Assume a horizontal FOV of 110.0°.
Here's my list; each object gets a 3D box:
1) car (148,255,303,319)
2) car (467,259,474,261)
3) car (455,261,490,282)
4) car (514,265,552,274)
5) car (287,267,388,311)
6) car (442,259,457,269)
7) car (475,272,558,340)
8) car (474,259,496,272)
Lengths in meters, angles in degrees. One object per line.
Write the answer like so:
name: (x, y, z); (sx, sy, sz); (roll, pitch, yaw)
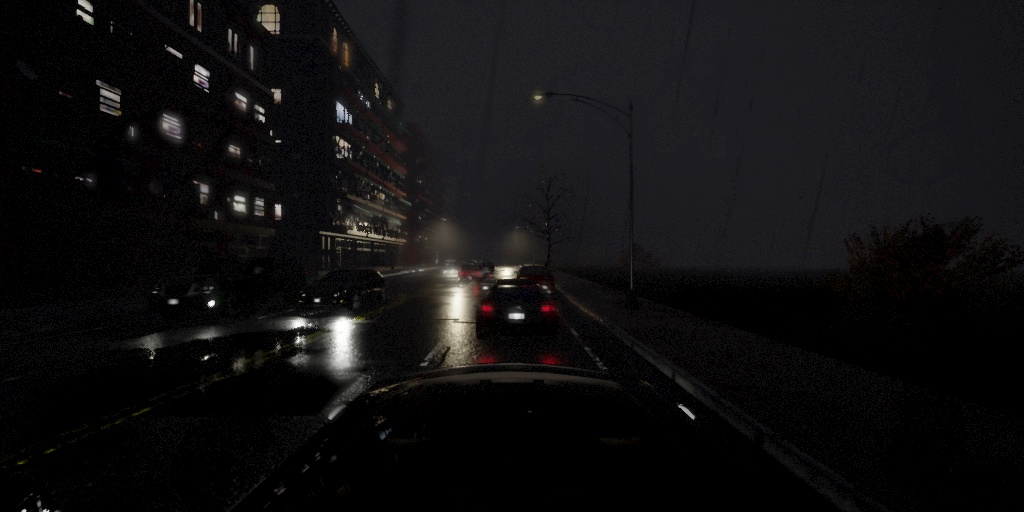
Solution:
car: (-9.847, 0.973, 13.187); (2.150, 2.045, 5.566); (0, 0, 0)
car: (-6.557, 1.255, 57.917); (1.837, 1.490, 4.892); (0, 0, 0)
car: (-3.137, 1.353, 29.248); (1.895, 1.301, 4.718); (0, 0, 0)
car: (1.145, 1.230, 18.945); (1.882, 1.535, 5.008); (0, 0, 0)
car: (-6.595, 1.256, 14.556); (1.837, 1.490, 4.892); (0, 0, 0)
car: (-9.810, 1.242, 56.992); (2.128, 1.511, 4.902); (0, 0, 0)
car: (0.105, 1.315, 10.024); (1.994, 1.385, 4.181); (0, 0, 0)
car: (-3.129, 1.242, 44.355); (2.128, 1.511, 4.902); (0, 0, 0)
